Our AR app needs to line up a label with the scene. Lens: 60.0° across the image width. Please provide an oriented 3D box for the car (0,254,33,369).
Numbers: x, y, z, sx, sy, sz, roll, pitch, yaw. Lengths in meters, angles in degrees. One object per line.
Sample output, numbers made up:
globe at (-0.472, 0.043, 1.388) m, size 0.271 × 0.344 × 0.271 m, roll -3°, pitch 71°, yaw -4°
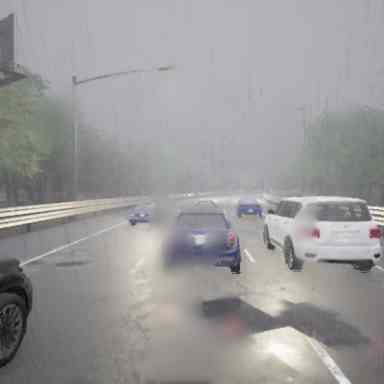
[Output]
car at (-3.397, 1.203, 2.485) m, size 2.150 × 2.045 × 5.566 m, roll 0°, pitch 1°, yaw 0°

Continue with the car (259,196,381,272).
car at (3.800, 1.145, 10.728) m, size 2.150 × 2.045 × 5.566 m, roll 0°, pitch 0°, yaw 2°

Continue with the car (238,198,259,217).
car at (4.725, 1.277, 28.212) m, size 1.882 × 1.535 × 5.008 m, roll 0°, pitch 0°, yaw 4°

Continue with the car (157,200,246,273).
car at (0.307, 1.273, 10.623) m, size 2.097 × 1.767 × 4.553 m, roll 0°, pitch 0°, yaw 2°

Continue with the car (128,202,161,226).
car at (-2.729, 1.386, 21.783) m, size 2.033 × 1.411 × 5.357 m, roll 0°, pitch 0°, yaw 3°

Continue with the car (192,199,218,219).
car at (1.154, 1.366, 27.362) m, size 1.994 × 1.385 × 4.181 m, roll 0°, pitch 0°, yaw 4°
